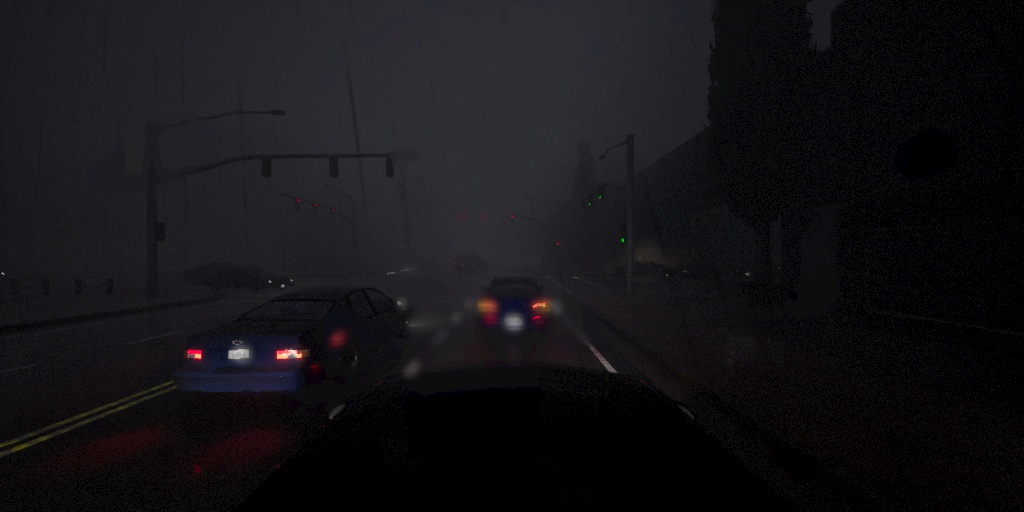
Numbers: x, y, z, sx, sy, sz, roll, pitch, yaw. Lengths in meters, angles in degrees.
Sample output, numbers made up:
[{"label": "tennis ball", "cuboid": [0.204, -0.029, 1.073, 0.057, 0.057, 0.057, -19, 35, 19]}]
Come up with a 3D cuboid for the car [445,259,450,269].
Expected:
[{"label": "car", "cuboid": [-7.270, 1.241, 49.284, 2.128, 1.511, 4.902, 0, 0, 1]}]

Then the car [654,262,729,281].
[{"label": "car", "cuboid": [14.827, 1.255, 29.836, 4.892, 1.490, 1.837, 0, 0, 0]}]

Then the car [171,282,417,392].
[{"label": "car", "cuboid": [-3.449, 1.297, 7.060, 2.033, 1.411, 5.357, 0, 0, 0]}]

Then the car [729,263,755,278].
[{"label": "car", "cuboid": [23.058, 1.298, 33.319, 5.357, 1.411, 2.033, 0, 0, 0]}]

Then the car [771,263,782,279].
[{"label": "car", "cuboid": [24.672, 1.103, 29.814, 4.553, 1.767, 2.097, 0, 0, 0]}]

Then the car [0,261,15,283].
[{"label": "car", "cuboid": [-38.885, 1.254, 25.233, 4.892, 1.490, 1.837, 0, 0, 0]}]

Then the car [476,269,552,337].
[{"label": "car", "cuboid": [0.058, 1.276, 10.161, 1.812, 1.442, 4.674, 0, 0, 0]}]

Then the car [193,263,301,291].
[{"label": "car", "cuboid": [-15.377, 1.297, 20.871, 5.357, 1.411, 2.033, 0, 0, 17]}]

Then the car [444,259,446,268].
[{"label": "car", "cuboid": [-10.617, 1.255, 56.572, 1.837, 1.490, 4.892, 0, 0, 1]}]

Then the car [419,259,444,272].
[{"label": "car", "cuboid": [-10.803, 1.228, 47.233, 1.882, 1.535, 5.008, 0, 0, 1]}]

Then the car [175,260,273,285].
[{"label": "car", "cuboid": [-20.205, 1.228, 25.324, 5.008, 1.535, 1.882, 0, 0, 0]}]

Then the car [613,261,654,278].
[{"label": "car", "cuboid": [11.895, 1.241, 33.342, 4.902, 1.511, 2.128, 0, 0, 0]}]

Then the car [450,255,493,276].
[{"label": "car", "cuboid": [-4.048, 0.971, 36.704, 2.150, 2.045, 5.566, 1, 0, 12]}]
